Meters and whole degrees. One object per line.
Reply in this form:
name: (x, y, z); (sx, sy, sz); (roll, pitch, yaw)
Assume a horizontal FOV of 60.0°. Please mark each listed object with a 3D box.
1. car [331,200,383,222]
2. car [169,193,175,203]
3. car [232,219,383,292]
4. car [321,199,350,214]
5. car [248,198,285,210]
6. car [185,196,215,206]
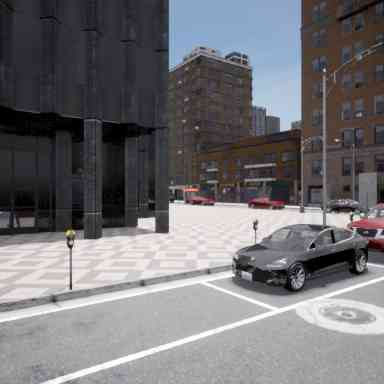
car: (7.627, 1.315, 12.225); (5.009, 1.841, 2.192); (0, 0, -36)
car: (-5.577, 1.136, 67.077); (2.150, 2.045, 5.566); (0, 0, -35)
car: (3.039, 1.566, 8.944); (4.313, 1.339, 1.947); (0, 0, -36)
car: (14.877, 1.450, 32.071); (2.128, 1.511, 4.902); (0, 0, -36)
car: (9.025, 1.437, 40.542); (1.882, 1.535, 5.008); (0, 0, -35)
car: (1.523, 1.433, 51.409); (1.882, 1.535, 5.008); (0, 0, -34)
